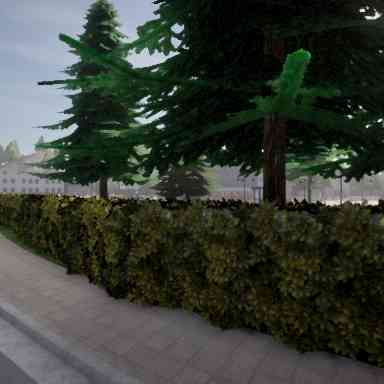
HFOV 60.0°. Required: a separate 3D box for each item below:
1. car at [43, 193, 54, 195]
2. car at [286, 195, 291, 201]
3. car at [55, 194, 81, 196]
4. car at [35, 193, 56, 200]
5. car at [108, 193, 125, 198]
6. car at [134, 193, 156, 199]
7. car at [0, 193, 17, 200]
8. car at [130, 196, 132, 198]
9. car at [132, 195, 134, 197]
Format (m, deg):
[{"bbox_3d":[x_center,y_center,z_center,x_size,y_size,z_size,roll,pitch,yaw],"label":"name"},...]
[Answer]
[{"bbox_3d":[-29.670,1.298,72.102,4.514,1.523,2.007,0,0,-36],"label":"car"},{"bbox_3d":[17.743,1.337,67.561,2.097,1.767,4.553,0,0,-36],"label":"car"},{"bbox_3d":[-23.873,1.320,63.962,3.633,1.501,1.845,0,0,-36],"label":"car"},{"bbox_3d":[-36.361,1.097,82.633,4.605,1.855,1.932,0,0,-36],"label":"car"},{"bbox_3d":[-20.412,1.154,90.228,5.027,1.636,2.152,0,0,-36],"label":"car"},{"bbox_3d":[-7.949,1.384,60.636,3.806,1.475,1.970,0,0,-36],"label":"car"},{"bbox_3d":[-44.668,1.077,80.711,3.866,1.878,1.905,0,0,-36],"label":"car"},{"bbox_3d":[-12.946,1.077,79.837,3.866,1.878,1.905,0,0,-36],"label":"car"},{"bbox_3d":[-10.916,1.097,77.718,4.605,1.855,1.932,0,0,-36],"label":"car"}]
